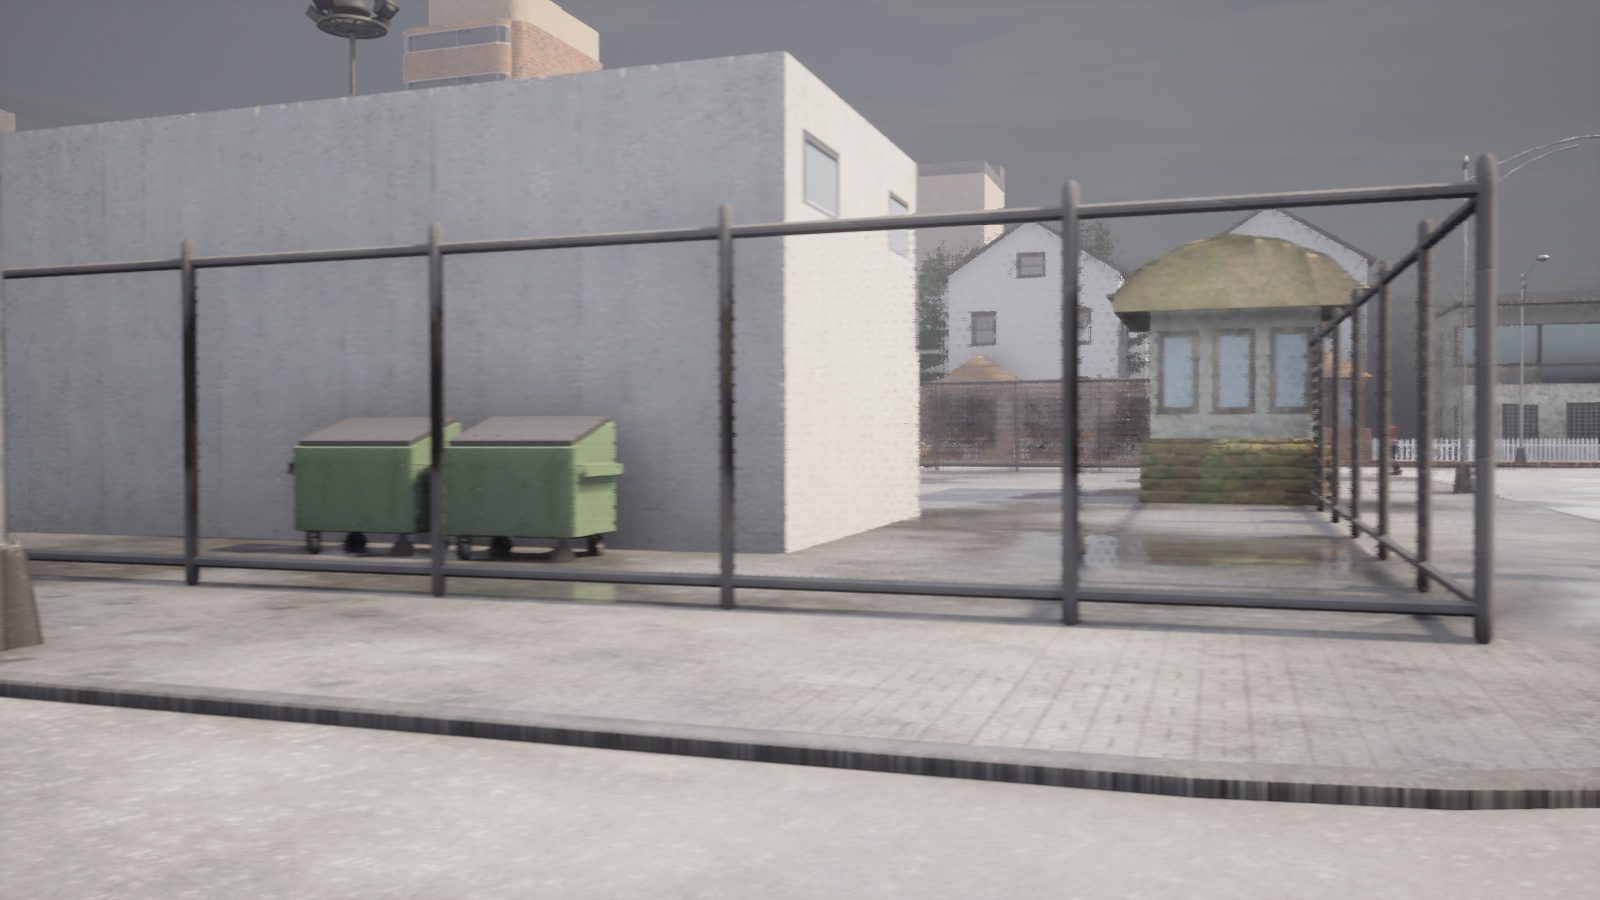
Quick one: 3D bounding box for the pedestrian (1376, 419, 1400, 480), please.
[{"bbox_3d":[18.006,-0.012,38.460,0.636,1.846,0.331,1,1,31],"label":"pedestrian"}]
